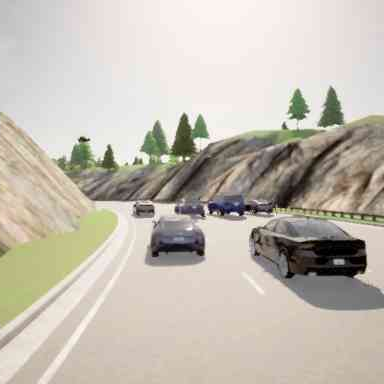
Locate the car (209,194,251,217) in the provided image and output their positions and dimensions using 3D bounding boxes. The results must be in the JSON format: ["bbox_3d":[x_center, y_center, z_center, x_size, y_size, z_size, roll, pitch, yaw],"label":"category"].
[{"bbox_3d":[3.200,1.230,31.772,2.150,2.045,5.566,0,0,-15],"label":"car"}]

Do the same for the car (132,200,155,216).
[{"bbox_3d":[-5.050,1.583,34.381,2.128,1.511,4.902,0,0,-16],"label":"car"}]

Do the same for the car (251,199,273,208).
[{"bbox_3d":[6.341,1.472,33.355,2.128,1.511,4.902,0,0,-15],"label":"car"}]

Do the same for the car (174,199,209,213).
[{"bbox_3d":[-0.314,1.394,31.059,2.097,1.767,4.553,-1,0,-14],"label":"car"}]

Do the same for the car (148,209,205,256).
[{"bbox_3d":[-0.669,1.587,13.391,1.994,1.385,4.181,0,0,-6],"label":"car"}]

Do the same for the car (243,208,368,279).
[{"bbox_3d":[3.166,1.460,10.107,1.882,1.535,5.008,0,0,-5],"label":"car"}]
